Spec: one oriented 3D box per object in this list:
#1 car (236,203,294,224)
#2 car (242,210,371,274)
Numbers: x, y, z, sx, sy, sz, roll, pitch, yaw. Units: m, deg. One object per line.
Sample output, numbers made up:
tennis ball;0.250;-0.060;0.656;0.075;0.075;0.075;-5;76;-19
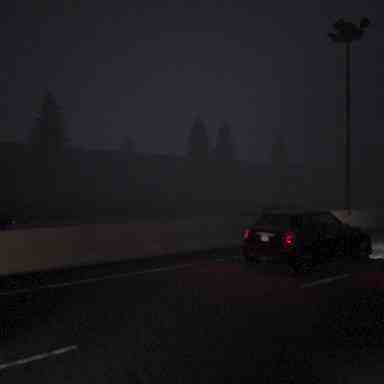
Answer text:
car;5.519;1.555;25.115;4.181;1.385;1.994;0;0;-35
car;3.814;1.347;10.761;4.553;1.767;2.097;0;0;-35
